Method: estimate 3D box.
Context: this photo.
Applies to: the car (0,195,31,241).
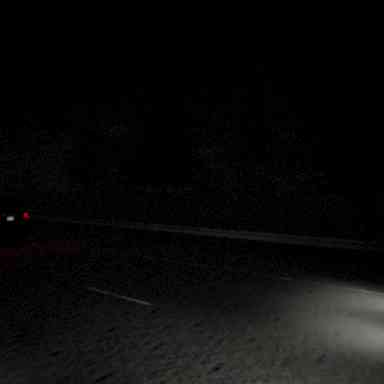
[{"bbox_3d":[-9.585,1.174,15.123,5.566,2.045,2.150,0,0,35],"label":"car"}]
